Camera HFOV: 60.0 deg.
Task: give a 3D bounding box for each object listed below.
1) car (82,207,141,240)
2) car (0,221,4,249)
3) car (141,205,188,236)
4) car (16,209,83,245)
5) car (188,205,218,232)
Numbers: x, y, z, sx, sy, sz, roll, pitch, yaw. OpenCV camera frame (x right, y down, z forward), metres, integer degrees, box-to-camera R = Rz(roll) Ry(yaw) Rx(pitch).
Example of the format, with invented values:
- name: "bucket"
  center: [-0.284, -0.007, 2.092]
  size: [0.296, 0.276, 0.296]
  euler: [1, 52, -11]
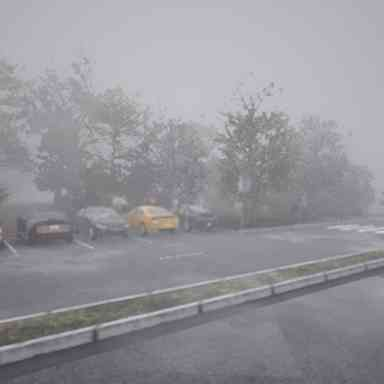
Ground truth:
- name: "car"
  center: [-4.924, 1.549, 17.662]
  size: [2.231, 1.521, 4.892]
  euler: [0, 0, -35]
- name: "car"
  center: [-9.334, 1.523, 14.352]
  size: [1.946, 1.575, 5.366]
  euler: [0, 0, -35]
- name: "car"
  center: [-2.659, 1.555, 19.228]
  size: [2.097, 1.535, 5.008]
  euler: [0, 0, -35]
- name: "car"
  center: [-7.193, 1.570, 16.107]
  size: [2.163, 1.488, 4.792]
  euler: [0, 0, -35]
- name: "car"
  center: [-0.399, 1.561, 20.804]
  size: [2.231, 1.521, 4.892]
  euler: [0, 0, -35]
